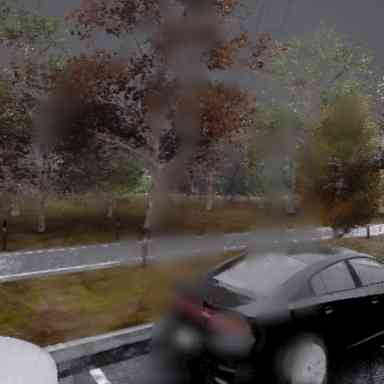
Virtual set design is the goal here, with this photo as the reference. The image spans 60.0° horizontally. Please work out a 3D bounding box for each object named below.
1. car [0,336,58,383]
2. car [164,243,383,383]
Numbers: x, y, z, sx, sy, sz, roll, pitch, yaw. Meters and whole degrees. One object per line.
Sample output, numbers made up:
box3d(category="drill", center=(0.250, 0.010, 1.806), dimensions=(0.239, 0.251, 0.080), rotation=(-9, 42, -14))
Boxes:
box3d(category="car", center=(-3.147, 1.519, 1.698), dimensions=(4.674, 1.452, 2.002), rotation=(1, -1, -35))
box3d(category="car", center=(1.998, 1.553, 5.219), dimensions=(5.008, 1.535, 2.097), rotation=(0, -1, -33))
